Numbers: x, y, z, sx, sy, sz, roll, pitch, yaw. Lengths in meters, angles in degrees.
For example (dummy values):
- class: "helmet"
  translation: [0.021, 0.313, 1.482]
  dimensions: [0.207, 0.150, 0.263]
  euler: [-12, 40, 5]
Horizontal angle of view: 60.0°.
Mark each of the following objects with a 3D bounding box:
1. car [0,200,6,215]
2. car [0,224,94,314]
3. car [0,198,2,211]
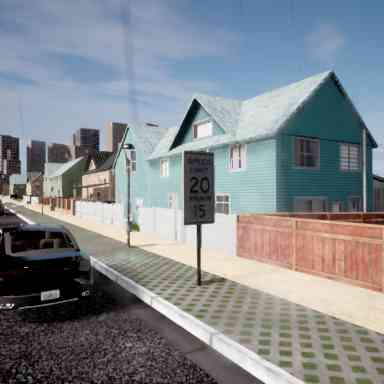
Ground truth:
- class: "car"
  translation: [-19.598, 1.504, 33.016]
  dimensions: [2.128, 1.511, 4.902]
  euler: [0, 0, -31]
- class: "car"
  translation: [-3.703, 1.507, 7.710]
  dimensions: [1.837, 1.490, 4.892]
  euler: [0, 0, -32]
- class: "car"
  translation: [-25.161, 1.508, 41.765]
  dimensions: [2.128, 1.511, 4.902]
  euler: [0, 0, -32]
